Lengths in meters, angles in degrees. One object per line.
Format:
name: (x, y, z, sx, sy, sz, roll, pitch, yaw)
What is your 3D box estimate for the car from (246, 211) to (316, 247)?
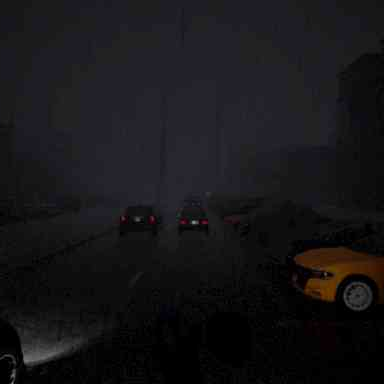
car: (4.742, 1.618, 12.812, 4.792, 1.488, 2.163, 0, -1, 0)

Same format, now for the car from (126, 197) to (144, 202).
car: (-15.914, 2.164, 92.846, 4.674, 1.452, 2.002, 0, -1, 0)

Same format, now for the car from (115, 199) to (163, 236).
car: (-2.895, 1.524, 19.825, 2.097, 1.767, 4.553, 0, 0, 0)

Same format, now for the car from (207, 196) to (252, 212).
car: (4.785, 1.528, 43.384, 5.566, 2.045, 2.435, 0, 0, 0)

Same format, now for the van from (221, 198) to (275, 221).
van: (4.838, 1.493, 29.364, 4.442, 1.987, 1.878, 0, 0, 0)

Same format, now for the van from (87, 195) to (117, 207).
van: (-15.732, 1.575, 57.020, 4.442, 1.987, 1.878, 0, 0, 0)

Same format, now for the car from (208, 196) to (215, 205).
car: (4.760, 1.498, 35.047, 5.566, 2.045, 2.435, 0, 0, 0)

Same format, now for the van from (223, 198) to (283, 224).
van: (4.833, 1.476, 26.711, 4.442, 1.987, 1.878, 0, 0, 0)

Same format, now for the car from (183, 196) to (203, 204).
car: (0.144, 1.518, 40.566, 2.150, 2.045, 5.566, 0, 0, 0)

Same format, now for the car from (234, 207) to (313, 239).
car: (4.708, 1.614, 15.592, 5.008, 1.535, 2.097, 0, -1, 0)

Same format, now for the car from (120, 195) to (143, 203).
car: (-15.930, 1.783, 87.341, 5.566, 2.045, 2.435, 0, -1, 0)

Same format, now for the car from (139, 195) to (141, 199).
car: (-15.887, 1.959, 81.825, 5.008, 1.535, 2.097, 0, -1, 0)

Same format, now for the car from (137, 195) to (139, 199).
car: (-15.892, 1.928, 79.069, 4.892, 1.521, 2.231, 0, -1, 0)

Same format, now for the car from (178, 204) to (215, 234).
car: (0.105, 1.724, 20.568, 2.033, 1.411, 5.357, 0, 0, 0)

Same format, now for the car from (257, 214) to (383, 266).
car: (4.718, 1.563, 10.033, 4.892, 1.521, 2.231, 0, -1, 0)

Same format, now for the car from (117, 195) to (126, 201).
car: (-15.829, 1.560, 62.532, 5.566, 2.045, 2.435, 0, 0, 0)

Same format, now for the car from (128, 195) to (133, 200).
car: (-15.878, 1.853, 70.802, 5.008, 1.535, 2.097, 0, 0, 0)

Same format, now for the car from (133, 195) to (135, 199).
car: (-15.847, 1.904, 73.557, 4.792, 1.488, 2.163, 0, 0, 0)

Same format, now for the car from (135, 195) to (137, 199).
car: (-15.889, 1.900, 76.313, 4.892, 1.521, 2.231, 0, 0, 0)

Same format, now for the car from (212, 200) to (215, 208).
car: (4.718, 1.736, 32.146, 4.892, 1.521, 2.231, 0, -1, 0)

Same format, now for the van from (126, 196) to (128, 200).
van: (-15.983, 1.610, 68.168, 4.442, 1.987, 1.878, 0, 0, 0)

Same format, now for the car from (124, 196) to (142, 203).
car: (-15.874, 1.951, 90.094, 4.553, 1.767, 2.185, 0, -1, 0)

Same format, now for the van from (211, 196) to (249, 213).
van: (4.630, 1.545, 40.607, 4.442, 1.987, 1.878, 0, 0, 0)

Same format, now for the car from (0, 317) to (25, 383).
car: (-2.900, 1.578, 2.111, 1.994, 1.385, 4.181, 0, 0, 0)

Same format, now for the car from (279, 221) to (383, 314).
car: (4.716, 1.535, 7.129, 5.008, 1.535, 2.097, 0, -1, 0)

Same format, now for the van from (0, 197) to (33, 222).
van: (-15.679, 1.479, 26.683, 4.442, 1.987, 1.878, 0, 0, 0)

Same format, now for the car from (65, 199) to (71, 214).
car: (-15.781, 1.781, 34.955, 4.792, 1.488, 2.163, 0, 0, 0)

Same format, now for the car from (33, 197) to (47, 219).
car: (-15.831, 1.597, 29.440, 4.553, 1.767, 2.185, 0, 0, 0)

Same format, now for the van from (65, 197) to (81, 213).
van: (-15.936, 1.548, 40.475, 4.442, 1.987, 1.878, 0, 0, 0)

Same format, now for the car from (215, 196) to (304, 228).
car: (4.684, 1.430, 23.812, 5.566, 2.045, 2.435, 0, 0, 0)

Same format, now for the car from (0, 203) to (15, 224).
car: (-15.788, 1.727, 23.922, 4.674, 1.452, 2.002, 0, 0, 0)

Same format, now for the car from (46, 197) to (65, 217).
car: (-15.777, 1.486, 32.199, 5.566, 2.045, 2.435, 0, 0, 0)
